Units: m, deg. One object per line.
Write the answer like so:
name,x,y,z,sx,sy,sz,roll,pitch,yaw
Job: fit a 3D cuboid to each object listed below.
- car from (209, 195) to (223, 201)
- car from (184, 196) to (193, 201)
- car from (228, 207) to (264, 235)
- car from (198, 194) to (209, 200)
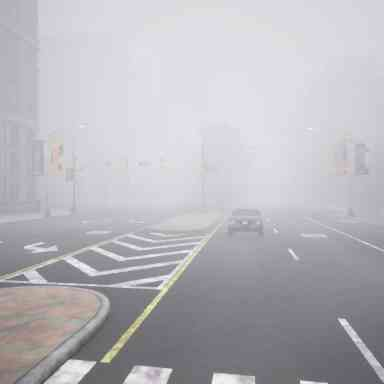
car,6.419,1.525,88.475,2.128,1.511,4.902,0,0,9
car,-0.923,1.595,85.445,1.895,1.301,4.718,0,0,9
car,3.035,1.548,18.705,2.033,1.411,5.357,0,0,10
car,2.969,1.355,89.069,2.097,1.767,4.553,0,0,9
